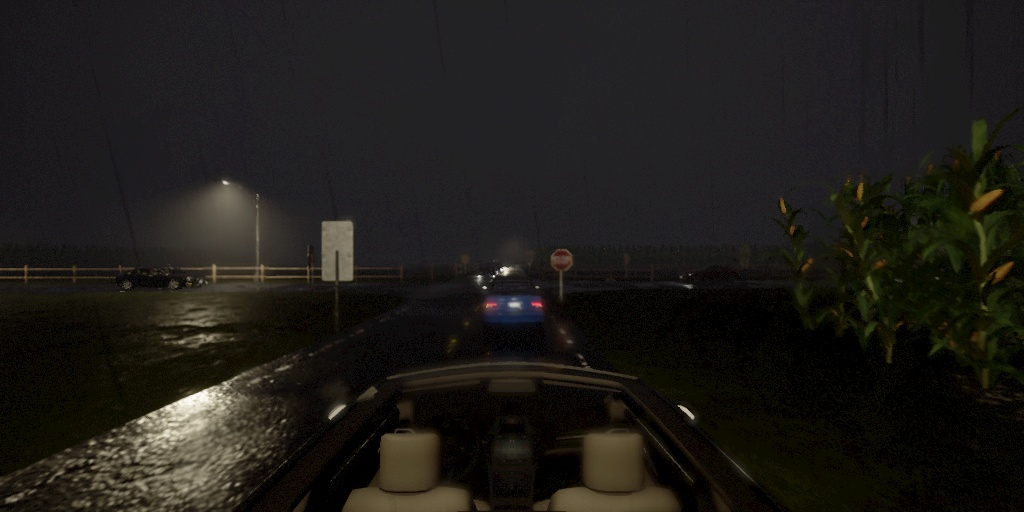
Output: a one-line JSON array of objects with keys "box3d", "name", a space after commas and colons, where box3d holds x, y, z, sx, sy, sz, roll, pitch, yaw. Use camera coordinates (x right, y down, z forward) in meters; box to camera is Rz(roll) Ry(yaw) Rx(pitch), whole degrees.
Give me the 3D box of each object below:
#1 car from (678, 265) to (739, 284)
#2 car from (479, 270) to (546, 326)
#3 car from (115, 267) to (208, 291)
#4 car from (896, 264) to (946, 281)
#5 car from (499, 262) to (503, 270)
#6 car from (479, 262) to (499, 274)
[{"box3d": [15.752, 1.413, 28.770, 4.674, 1.442, 1.812, 0, 0, -7], "name": "car"}, {"box3d": [-0.003, 1.366, 11.998, 2.033, 1.411, 5.357, 0, 0, -2], "name": "car"}, {"box3d": [-22.623, 1.446, 23.254, 4.892, 1.490, 1.837, 0, 0, -1], "name": "car"}, {"box3d": [36.742, 1.428, 31.566, 5.357, 1.411, 2.033, 0, 0, -8], "name": "car"}, {"box3d": [-2.868, 1.662, 57.907, 1.994, 1.385, 4.181, 0, 0, 1], "name": "car"}, {"box3d": [-2.874, 1.487, 42.618, 1.882, 1.535, 5.008, 0, 0, 0], "name": "car"}]
